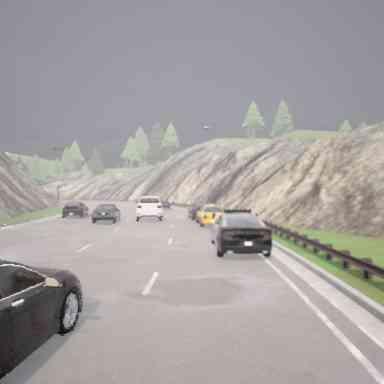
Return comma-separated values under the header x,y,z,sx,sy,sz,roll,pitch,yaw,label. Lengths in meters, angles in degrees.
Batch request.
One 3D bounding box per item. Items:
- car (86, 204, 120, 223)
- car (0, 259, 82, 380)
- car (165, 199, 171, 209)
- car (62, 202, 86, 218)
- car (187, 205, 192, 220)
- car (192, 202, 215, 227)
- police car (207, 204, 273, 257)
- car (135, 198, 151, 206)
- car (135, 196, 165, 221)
x,y,z,sx,sy,sz,roll,pitch,yaw,label
-6.998,1.723,27.316,2.033,1.411,5.357,0,0,-8,car
-2.956,1.536,3.989,1.837,1.490,4.892,0,-1,4,car
-4.487,1.780,49.513,2.128,1.511,4.902,0,0,-17,car
-11.418,1.726,32.732,1.837,1.490,4.892,0,0,-9,car
0.700,1.666,29.576,1.837,1.490,4.892,0,0,-7,car
1.328,1.582,23.676,1.801,1.575,5.366,0,0,-5,car
1.809,1.494,13.401,1.930,1.638,5.238,0,0,0,police car
-9.331,1.947,63.531,1.994,1.385,4.181,0,0,-24,car
-3.830,1.399,29.669,2.150,2.045,5.566,0,0,-8,car
